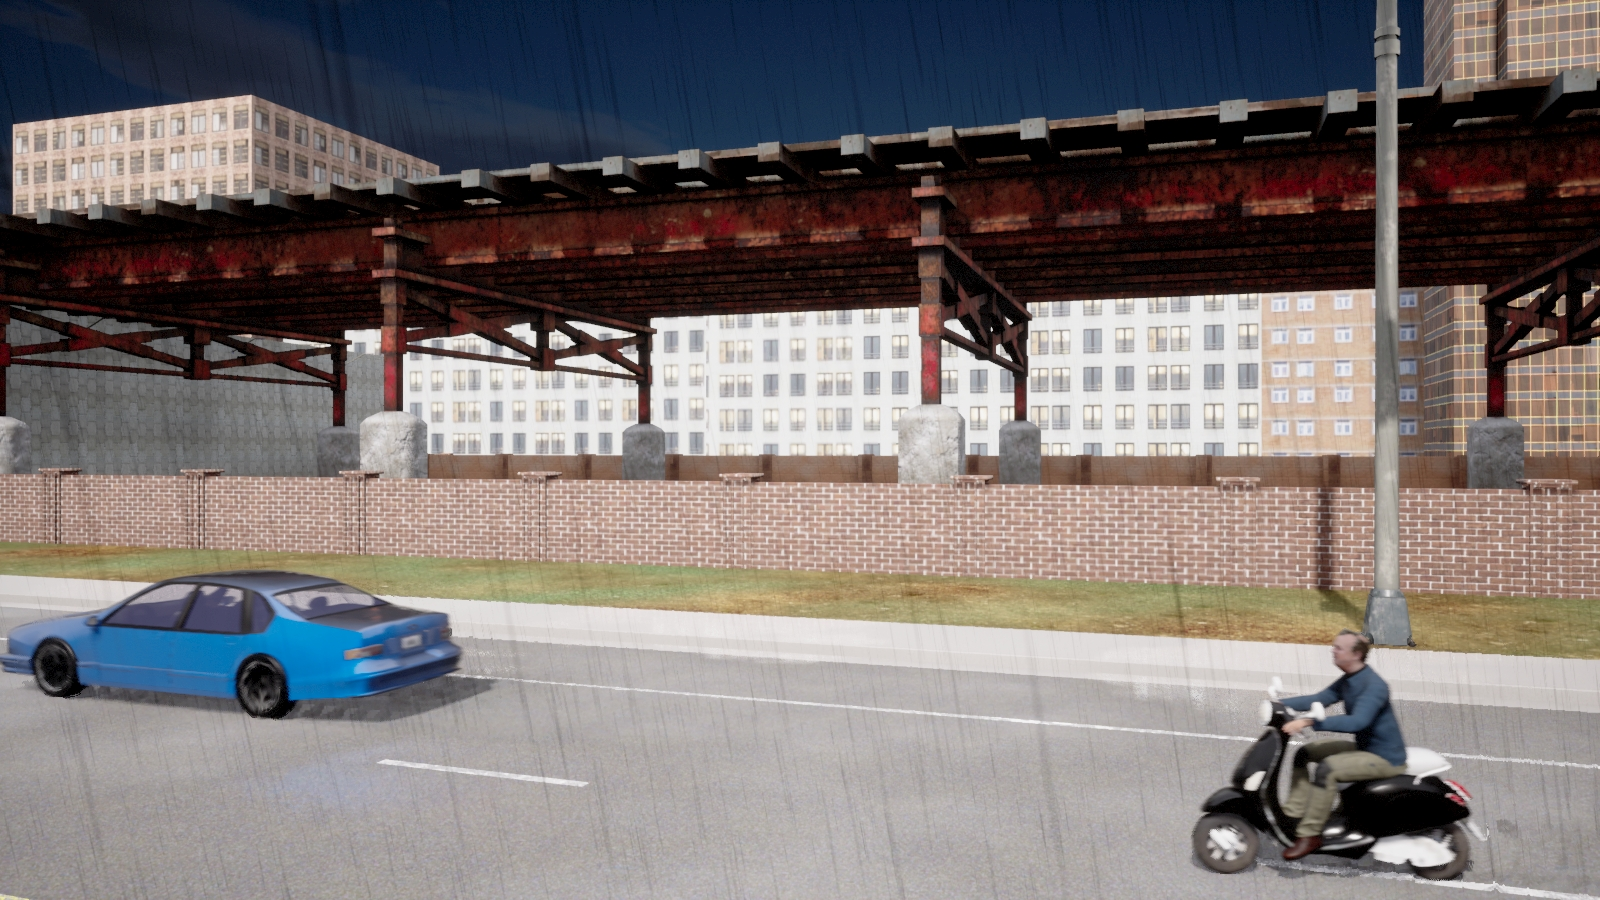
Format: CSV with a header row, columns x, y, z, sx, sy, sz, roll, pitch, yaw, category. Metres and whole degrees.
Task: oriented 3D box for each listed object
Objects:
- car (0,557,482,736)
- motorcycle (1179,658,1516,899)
x,y,z,sx,sy,sz,roll,pitch,yaw,category
-6.528,2.106,13.117,5.357,1.411,2.033,0,0,20,car
3.511,2.129,7.487,1.805,1.341,0.856,0,0,6,motorcycle
